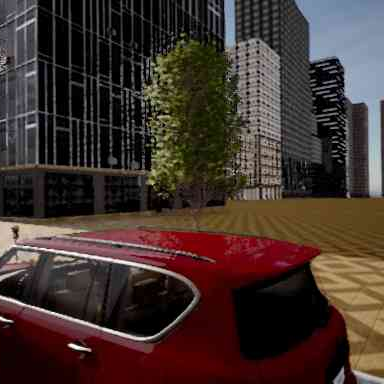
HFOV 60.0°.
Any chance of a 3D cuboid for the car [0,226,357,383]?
[{"bbox_3d":[-0.976,1.313,3.586,5.009,1.841,2.192,0,-1,35],"label":"car"}]
